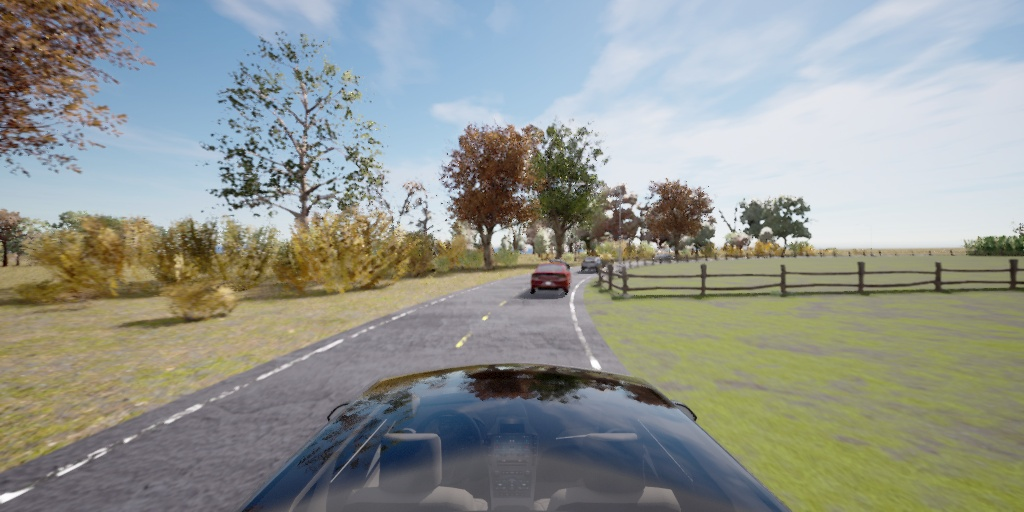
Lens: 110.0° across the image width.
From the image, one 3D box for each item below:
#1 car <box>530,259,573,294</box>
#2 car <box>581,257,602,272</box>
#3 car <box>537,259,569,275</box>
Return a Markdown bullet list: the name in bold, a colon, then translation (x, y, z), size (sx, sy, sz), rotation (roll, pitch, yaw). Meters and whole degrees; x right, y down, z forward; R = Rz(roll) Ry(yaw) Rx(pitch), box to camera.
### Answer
- **car**: translation (2.195, 1.109, 19.282), size (1.882, 1.535, 5.008), rotation (0, 1, 12)
- **car**: translation (8.649, 0.872, 37.863), size (2.128, 1.511, 4.902), rotation (1, 1, 25)
- **car**: translation (4.106, 1.018, 35.043), size (1.895, 1.301, 4.718), rotation (1, 1, 23)
